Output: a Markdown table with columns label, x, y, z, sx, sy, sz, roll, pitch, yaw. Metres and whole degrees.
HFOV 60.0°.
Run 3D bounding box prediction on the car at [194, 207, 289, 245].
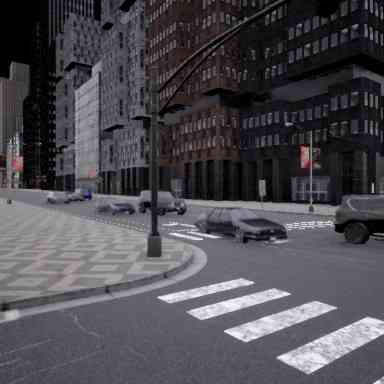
| label | x | y | z | sx | sy | sz | roll | pitch | yaw |
| --- | --- | --- | --- | --- | --- | --- | --- | --- | --- |
| car | 1.984 | 1.414 | 15.406 | 2.033 | 1.411 | 5.357 | 0 | 1 | -27 |

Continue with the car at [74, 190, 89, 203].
| label | x | y | z | sx | sy | sz | roll | pitch | yaw |
| --- | --- | --- | --- | --- | --- | --- | --- | --- | --- |
| car | -17.371 | 0.857 | 48.709 | 2.033 | 1.411 | 5.357 | 0 | 1 | -35 |

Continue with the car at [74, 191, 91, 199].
| label | x | y | z | sx | sy | sz | roll | pitch | yaw |
| --- | --- | --- | --- | --- | --- | --- | --- | --- | --- |
| car | -21.928 | 0.563 | 66.374 | 1.812 | 1.442 | 4.674 | 0 | 1 | -36 |

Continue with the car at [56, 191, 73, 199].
| label | x | y | z | sx | sy | sz | roll | pitch | yaw |
| --- | --- | --- | --- | --- | --- | --- | --- | --- | --- |
| car | -24.997 | 0.532 | 65.071 | 1.837 | 1.490 | 4.892 | 0 | 1 | -36 |

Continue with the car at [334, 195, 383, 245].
| label | x | y | z | sx | sy | sz | roll | pitch | yaw |
| --- | --- | --- | --- | --- | --- | --- | --- | --- | --- |
| car | 8.404 | 1.165 | 12.937 | 2.150 | 2.045 | 5.566 | 0 | 1 | -36 |

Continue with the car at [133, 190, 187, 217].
| label | x | y | z | sx | sy | sz | roll | pitch | yaw |
| --- | --- | --- | --- | --- | --- | --- | --- | --- | --- |
| car | -2.638 | 0.898 | 28.237 | 2.150 | 2.045 | 5.566 | 0 | 1 | -35 |

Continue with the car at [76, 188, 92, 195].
| label | x | y | z | sx | sy | sz | roll | pitch | yaw |
| --- | --- | --- | --- | --- | --- | --- | --- | --- | --- |
| car | -18.784 | 0.418 | 56.475 | 2.150 | 2.045 | 5.566 | 0 | 1 | -36 |

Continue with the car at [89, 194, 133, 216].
| label | x | y | z | sx | sy | sz | roll | pitch | yaw |
| --- | --- | --- | --- | --- | --- | --- | --- | --- | --- |
| car | -6.640 | 1.196 | 28.219 | 2.033 | 1.411 | 5.357 | 0 | 1 | -36 |

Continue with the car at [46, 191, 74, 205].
| label | x | y | z | sx | sy | sz | roll | pitch | yaw |
| --- | --- | --- | --- | --- | --- | --- | --- | --- | --- |
| car | -17.394 | 0.733 | 43.144 | 2.097 | 1.767 | 4.553 | 0 | 1 | -36 |
